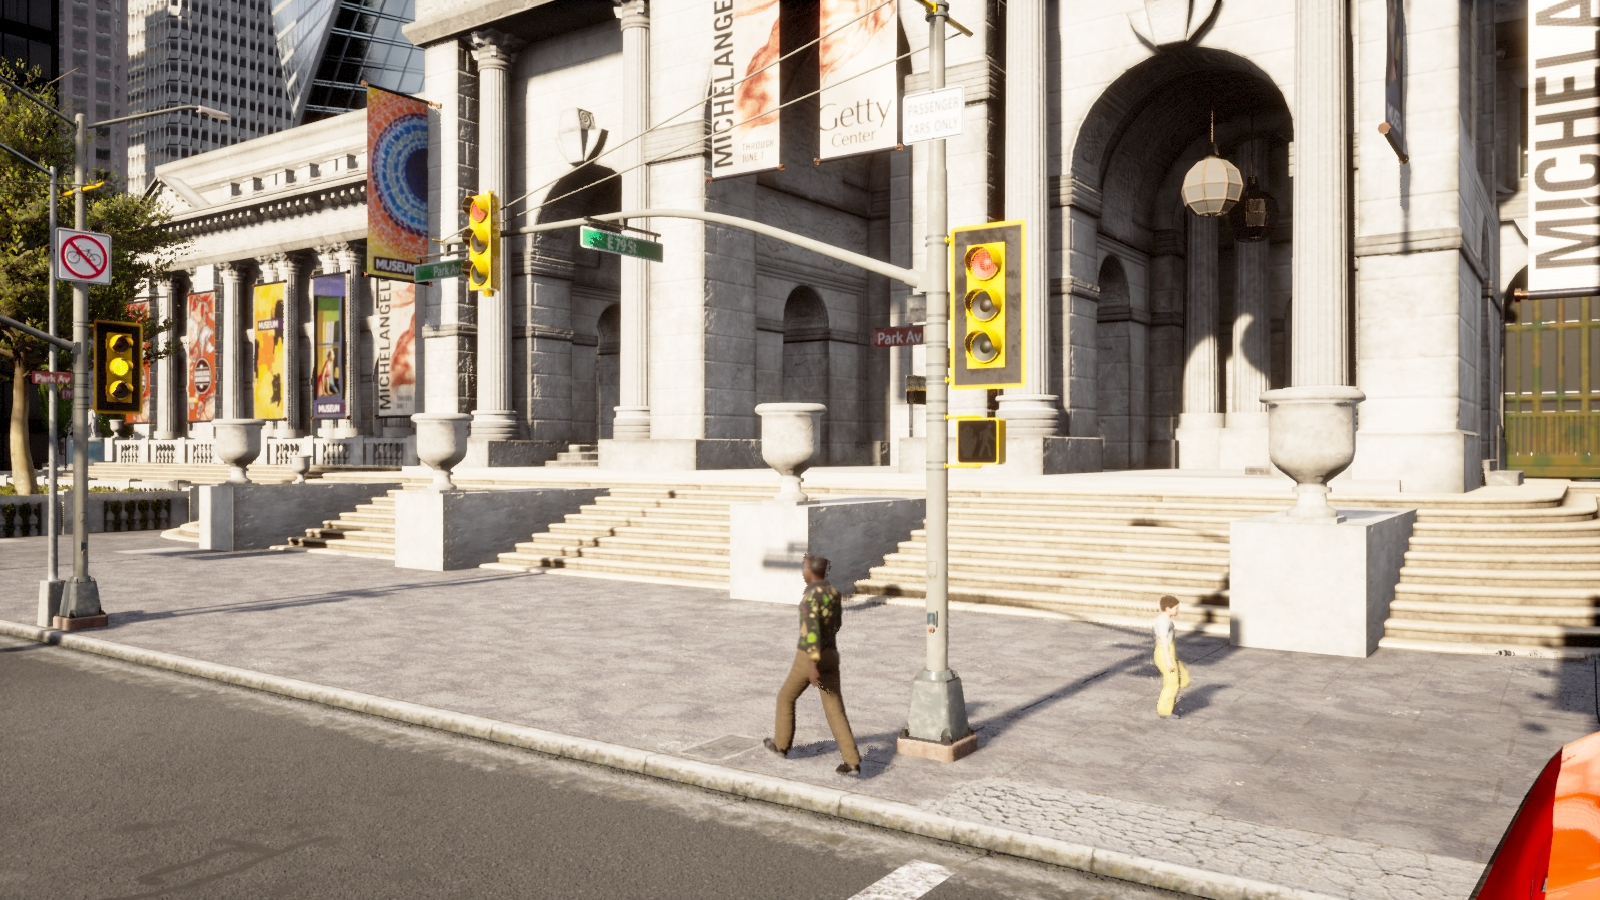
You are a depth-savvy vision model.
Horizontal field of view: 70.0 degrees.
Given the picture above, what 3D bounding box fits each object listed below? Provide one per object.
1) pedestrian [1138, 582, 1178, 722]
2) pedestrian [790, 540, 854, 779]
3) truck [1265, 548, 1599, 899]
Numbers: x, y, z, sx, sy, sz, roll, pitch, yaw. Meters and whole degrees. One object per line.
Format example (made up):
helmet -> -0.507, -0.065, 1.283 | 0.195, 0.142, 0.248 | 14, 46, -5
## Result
pedestrian -> 3.533, 1.975, 11.264 | 0.375, 1.300, 0.375 | 0, 0, 18
pedestrian -> 0.181, 1.694, 9.389 | 0.375, 1.860, 0.375 | 0, 0, 45
truck -> 3.573, 1.570, 1.279 | 5.204, 2.467, 2.627 | 0, 0, 35
